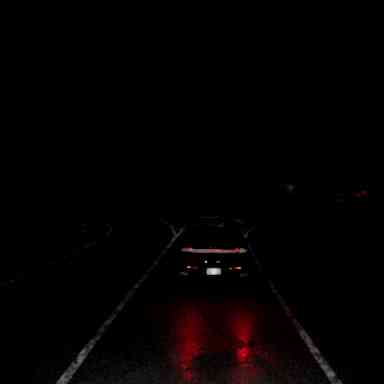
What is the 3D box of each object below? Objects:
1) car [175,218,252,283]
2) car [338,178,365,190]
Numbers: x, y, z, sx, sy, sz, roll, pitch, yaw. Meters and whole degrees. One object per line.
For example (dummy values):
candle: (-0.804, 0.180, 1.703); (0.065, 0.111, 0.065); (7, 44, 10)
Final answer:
car: (0.611, 1.511, 9.748); (2.128, 1.511, 4.902); (0, 1, 3)
car: (21.271, -1.165, 44.492); (1.837, 1.490, 4.892); (1, 5, 3)
